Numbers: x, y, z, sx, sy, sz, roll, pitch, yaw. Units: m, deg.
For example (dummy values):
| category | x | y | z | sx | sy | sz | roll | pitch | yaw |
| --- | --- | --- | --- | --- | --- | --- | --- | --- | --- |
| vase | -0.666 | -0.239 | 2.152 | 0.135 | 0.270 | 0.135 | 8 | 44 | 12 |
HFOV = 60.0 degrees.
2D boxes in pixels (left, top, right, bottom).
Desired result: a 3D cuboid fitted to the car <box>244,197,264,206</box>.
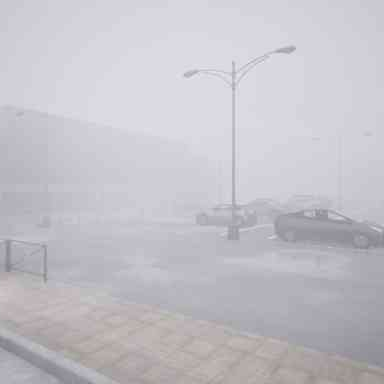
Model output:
| category | x | y | z | sx | sy | sz | roll | pitch | yaw |
| --- | --- | --- | --- | --- | --- | --- | --- | --- | --- |
| car | 11.084 | 1.702 | 59.221 | 1.812 | 1.442 | 4.674 | 0 | 0 | 35 |

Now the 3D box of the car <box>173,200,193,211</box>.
| category | x | y | z | sx | sy | sz | roll | pitch | yaw |
| --- | --- | --- | --- | --- | --- | --- | --- | --- | --- |
| car | -0.293 | 1.723 | 42.945 | 2.033 | 1.411 | 5.357 | 0 | 0 | 35 |

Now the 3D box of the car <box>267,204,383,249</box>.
| category | x | y | z | sx | sy | sz | roll | pitch | yaw |
| --- | --- | --- | --- | --- | --- | --- | --- | --- | --- |
| car | 5.854 | 1.490 | 14.316 | 4.514 | 1.523 | 2.007 | 0 | 0 | 35 |

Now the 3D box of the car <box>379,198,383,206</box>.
| category | x | y | z | sx | sy | sz | roll | pitch | yaw |
| --- | --- | --- | --- | --- | --- | --- | --- | --- | --- |
| car | 29.371 | 1.576 | 48.369 | 3.806 | 1.475 | 1.970 | 0 | 0 | 35 |

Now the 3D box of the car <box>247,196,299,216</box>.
| category | x | y | z | sx | sy | sz | roll | pitch | yaw |
| --- | --- | --- | --- | --- | --- | --- | --- | --- | --- |
| car | 5.584 | 1.345 | 26.801 | 5.027 | 1.636 | 2.152 | 0 | 0 | 35 |

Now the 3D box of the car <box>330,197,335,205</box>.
| category | x | y | z | sx | sy | sz | roll | pitch | yaw |
| --- | --- | --- | --- | --- | --- | --- | --- | --- | --- |
| car | 14.239 | 1.289 | 39.907 | 4.605 | 1.855 | 1.932 | 0 | 0 | 35 |

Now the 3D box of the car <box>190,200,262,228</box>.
| category | x | y | z | sx | sy | sz | roll | pitch | yaw |
| --- | --- | --- | --- | --- | --- | --- | --- | --- | --- |
| car | 2.173 | 1.424 | 21.356 | 3.806 | 1.475 | 1.970 | 0 | 0 | 35 |

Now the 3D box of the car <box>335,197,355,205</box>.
| category | x | y | z | sx | sy | sz | roll | pitch | yaw |
| --- | --- | --- | --- | --- | --- | --- | --- | --- | --- |
| car | 24.995 | 1.565 | 55.062 | 3.633 | 1.501 | 1.845 | 0 | 0 | 35 |

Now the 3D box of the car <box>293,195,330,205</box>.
| category | x | y | z | sx | sy | sz | roll | pitch | yaw |
| --- | --- | --- | --- | --- | --- | --- | --- | --- | --- |
| car | 12.912 | 1.268 | 37.289 | 3.866 | 1.878 | 1.905 | 0 | 0 | 35 |
